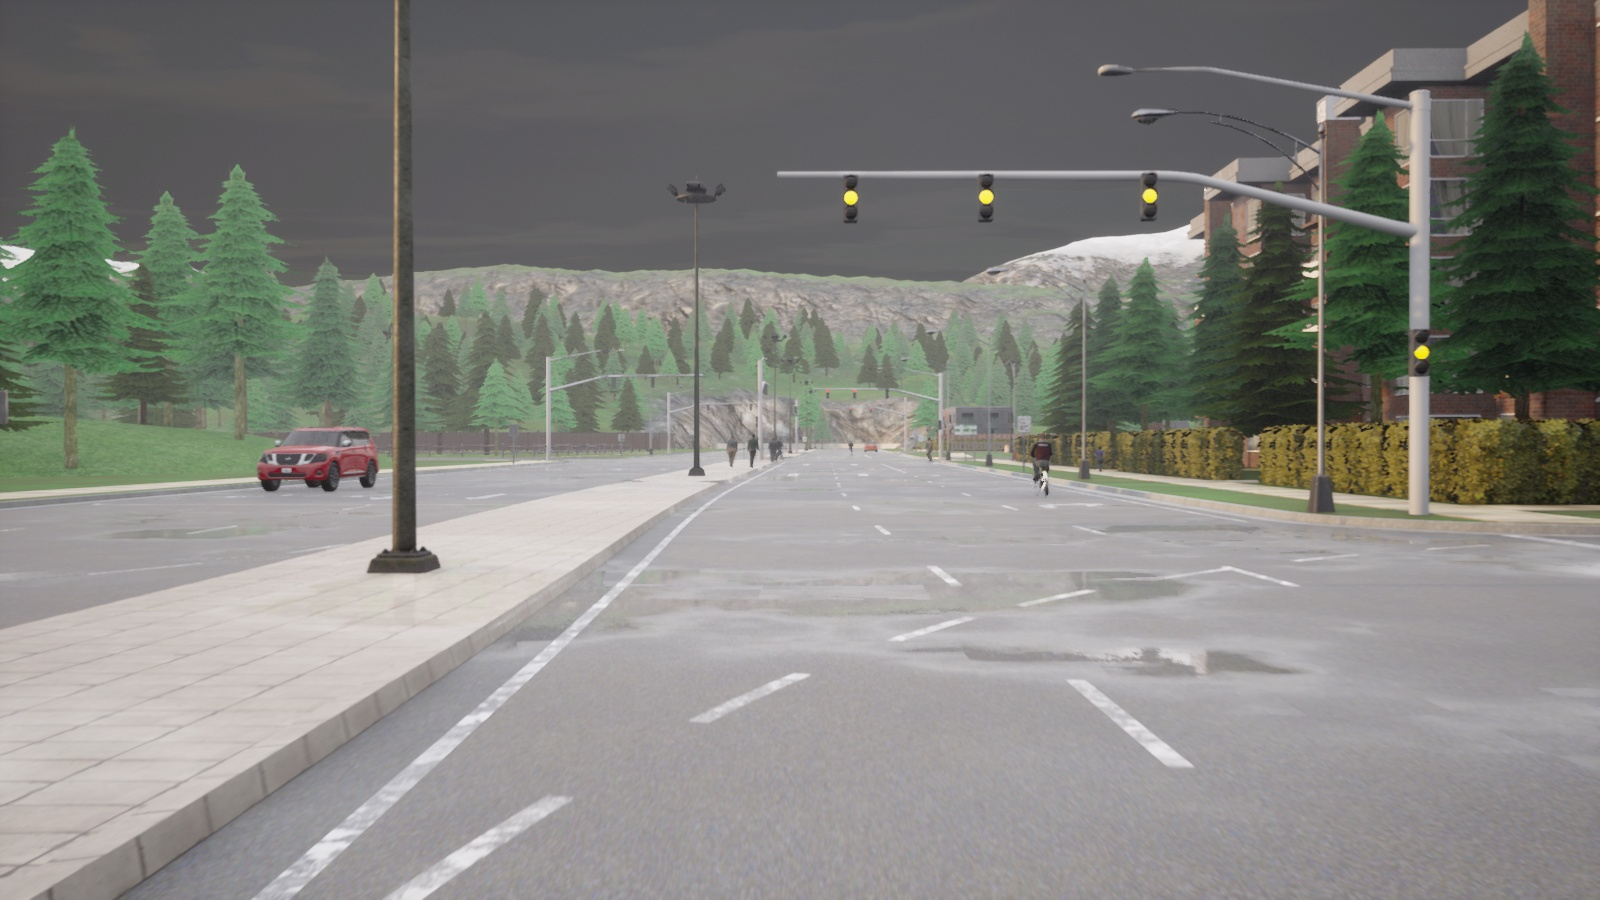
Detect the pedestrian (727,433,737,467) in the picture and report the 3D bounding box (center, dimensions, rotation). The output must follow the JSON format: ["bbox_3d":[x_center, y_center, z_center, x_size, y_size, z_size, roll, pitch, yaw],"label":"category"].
[{"bbox_3d":[-3.750,0.001,69.065,0.540,1.848,0.694,0,0,-3],"label":"pedestrian"}]

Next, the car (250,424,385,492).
[{"bbox_3d":[-15.428,0.219,40.549,2.150,2.045,5.566,0,0,1],"label":"car"}]

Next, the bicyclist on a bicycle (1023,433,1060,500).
[{"bbox_3d":[6.527,0.424,34.024,0.659,1.776,1.843,0,0,0],"label":"bicyclist on a bicycle"}]

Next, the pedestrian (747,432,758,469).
[{"bbox_3d":[-2.497,0.016,66.624,0.423,1.949,0.788,0,0,10],"label":"pedestrian"}]
